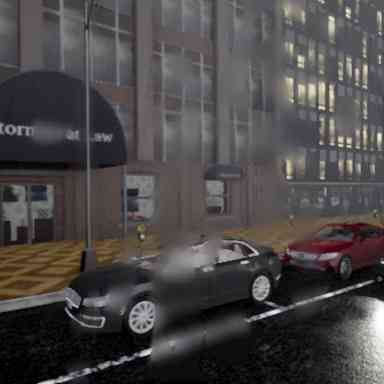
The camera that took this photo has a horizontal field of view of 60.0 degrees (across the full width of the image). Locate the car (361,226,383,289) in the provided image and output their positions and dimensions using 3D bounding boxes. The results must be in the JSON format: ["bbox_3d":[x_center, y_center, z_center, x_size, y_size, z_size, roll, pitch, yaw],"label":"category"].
[{"bbox_3d":[6.028,1.540,7.659,4.181,1.385,1.994,0,0,-35],"label":"car"}]

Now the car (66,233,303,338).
[{"bbox_3d":[-0.122,1.541,6.478,4.403,1.369,2.008,0,0,-35],"label":"car"}]

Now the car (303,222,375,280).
[{"bbox_3d":[4.511,1.558,9.770,4.206,1.307,1.802,0,0,-35],"label":"car"}]
